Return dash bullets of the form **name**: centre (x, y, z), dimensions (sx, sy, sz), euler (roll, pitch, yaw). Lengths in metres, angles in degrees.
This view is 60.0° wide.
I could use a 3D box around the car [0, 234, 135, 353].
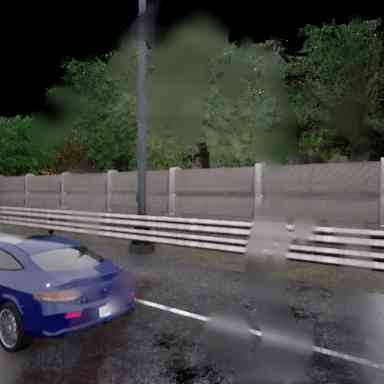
- **car**: centre (-3.070, 1.506, 6.084), dimensions (4.674, 1.442, 1.812), euler (0, 0, 36)
